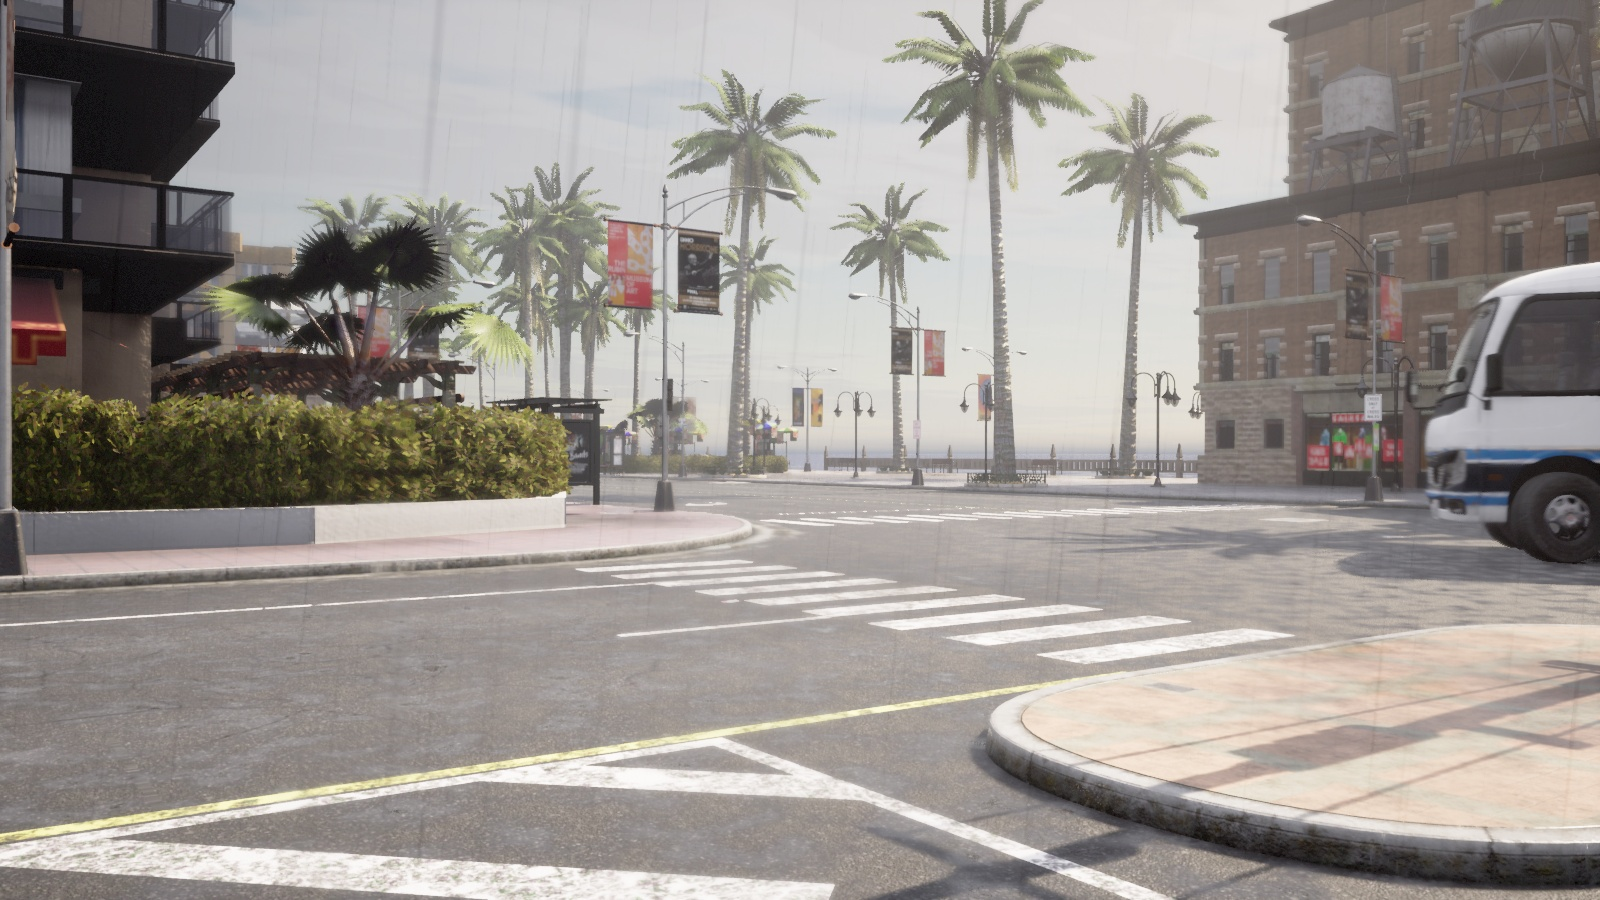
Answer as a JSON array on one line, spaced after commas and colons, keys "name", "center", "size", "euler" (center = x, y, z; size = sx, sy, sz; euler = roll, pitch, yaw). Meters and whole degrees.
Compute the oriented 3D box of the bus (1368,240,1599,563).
[{"name": "bus", "center": [13.670, -0.618, 17.448], "size": [10.273, 4.253, 3.944], "euler": [0, -1, 21]}]
